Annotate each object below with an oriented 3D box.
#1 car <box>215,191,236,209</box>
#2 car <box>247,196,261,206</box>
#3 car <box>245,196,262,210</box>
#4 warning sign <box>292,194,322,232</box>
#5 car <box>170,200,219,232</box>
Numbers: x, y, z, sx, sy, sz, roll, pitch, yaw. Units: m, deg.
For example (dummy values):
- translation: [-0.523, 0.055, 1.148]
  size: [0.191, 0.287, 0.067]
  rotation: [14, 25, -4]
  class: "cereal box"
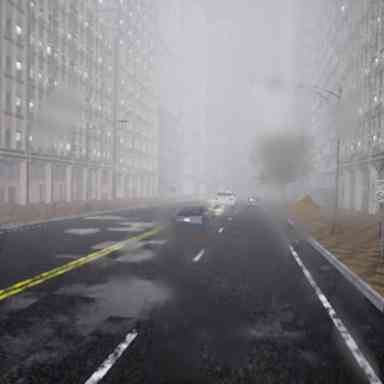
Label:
- translation: [4.026, 0.919, 39.726]
  size: [2.150, 2.045, 5.566]
  rotation: [1, 1, 11]
  class: "car"
- translation: [9.360, 1.311, 50.412]
  size: [1.895, 1.301, 4.718]
  rotation: [1, 1, 11]
  class: "car"
- translation: [7.143, 1.326, 38.567]
  size: [2.033, 1.411, 5.357]
  rotation: [1, 1, 11]
  class: "car"
- translation: [6.005, 1.083, 17.455]
  size: [1.300, 1.860, 1.060]
  rotation: [2, 2, 11]
  class: "warning sign"
- translation: [0.123, 1.381, 18.777]
  size: [1.994, 1.385, 4.181]
  rotation: [1, 1, 11]
  class: "car"
